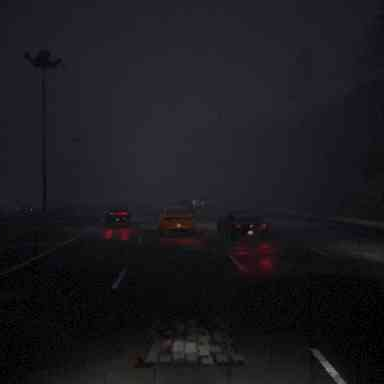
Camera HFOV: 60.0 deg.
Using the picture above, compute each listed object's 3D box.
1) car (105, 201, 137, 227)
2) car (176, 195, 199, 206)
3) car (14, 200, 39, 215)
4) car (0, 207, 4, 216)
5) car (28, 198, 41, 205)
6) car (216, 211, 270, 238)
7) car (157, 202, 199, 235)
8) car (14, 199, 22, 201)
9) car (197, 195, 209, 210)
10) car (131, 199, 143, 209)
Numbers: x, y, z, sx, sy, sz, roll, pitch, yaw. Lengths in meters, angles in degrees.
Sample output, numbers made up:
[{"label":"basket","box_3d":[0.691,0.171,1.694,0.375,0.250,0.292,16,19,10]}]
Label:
[{"label":"car","box_3d":[-5.461,1.704,25.077,2.128,1.511,4.902,-1,-1,-9]},{"label":"car","box_3d":[-1.090,1.587,38.489,2.097,1.767,4.553,-1,0,-13]},{"label":"car","box_3d":[-19.731,2.007,40.050,1.812,1.442,4.674,-1,0,-16]},{"label":"car","box_3d":[-22.567,2.065,37.148,1.994,1.385,4.181,-1,0,-15]},{"label":"car","box_3d":[-37.240,2.258,78.413,2.033,1.411,5.357,-1,0,-33]},{"label":"car","box_3d":[2.579,1.673,18.123,1.895,1.301,4.718,-1,0,-6]},{"label":"car","box_3d":[-1.037,1.606,19.909,1.882,1.535,5.008,0,0,-8]},{"label":"car","box_3d":[-38.967,2.260,74.605,1.812,1.442,4.674,-1,0,-31]},{"label":"car","box_3d":[0.659,1.482,46.480,2.150,2.045,5.566,0,0,-17]},{"label":"car","box_3d":[-9.175,1.918,53.618,2.128,1.511,4.902,0,0,-20]}]
